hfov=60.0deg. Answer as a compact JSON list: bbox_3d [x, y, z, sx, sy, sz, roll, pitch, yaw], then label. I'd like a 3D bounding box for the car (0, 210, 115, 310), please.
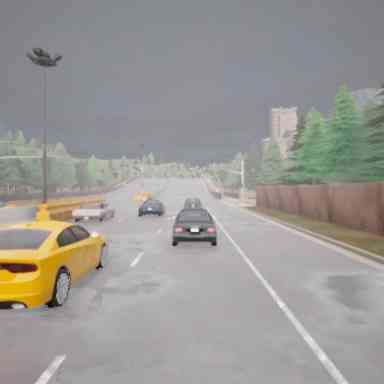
[{"bbox_3d":[-3.401,1.411,7.776,1.882,1.535,5.008,0,0,0],"label":"car"}]

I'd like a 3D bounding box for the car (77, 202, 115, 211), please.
[{"bbox_3d":[-6.902,1.399,23.985,1.895,1.301,4.718,0,0,0],"label":"car"}]

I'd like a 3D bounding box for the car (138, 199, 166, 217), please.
[{"bbox_3d":[-3.403,1.322,28.779,1.994,1.385,4.181,0,0,0],"label":"car"}]

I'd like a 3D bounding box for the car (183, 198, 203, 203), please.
[{"bbox_3d":[0.098,1.273,32.692,2.033,1.411,5.357,0,0,0],"label":"car"}]

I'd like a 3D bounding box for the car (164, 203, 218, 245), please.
[{"bbox_3d":[0.098,1.424,14.668,2.033,1.411,5.357,0,0,0],"label":"car"}]
